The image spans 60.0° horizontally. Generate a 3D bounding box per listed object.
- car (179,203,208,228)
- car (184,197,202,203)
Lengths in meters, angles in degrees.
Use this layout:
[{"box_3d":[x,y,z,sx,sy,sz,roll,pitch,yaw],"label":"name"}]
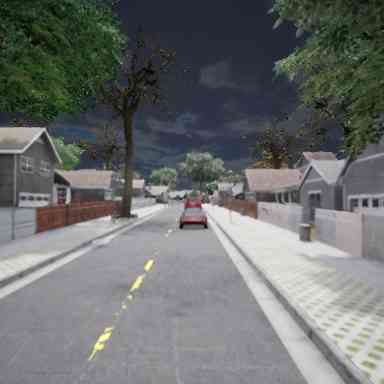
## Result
[{"box_3d":[0.106,1.759,24.195,1.994,1.385,4.181,0,0,0],"label":"car"},{"box_3d":[0.111,1.622,42.731,2.150,2.045,5.566,0,-1,0],"label":"car"}]
